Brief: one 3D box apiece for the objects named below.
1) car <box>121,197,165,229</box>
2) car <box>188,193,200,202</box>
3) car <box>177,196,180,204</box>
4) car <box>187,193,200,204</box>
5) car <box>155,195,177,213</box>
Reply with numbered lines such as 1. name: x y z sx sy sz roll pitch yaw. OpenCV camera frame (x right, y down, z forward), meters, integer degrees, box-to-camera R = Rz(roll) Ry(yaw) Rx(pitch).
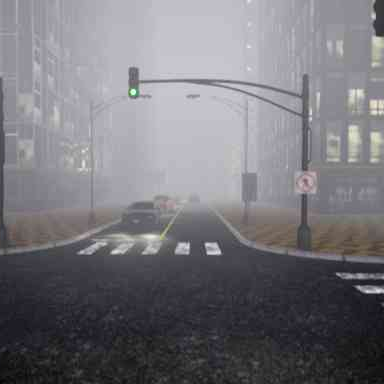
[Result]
1. car: -2.980 1.283 20.319 1.882 1.535 5.008 0 0 0
2. car: 0.340 0.980 60.518 2.128 1.511 4.902 0 0 0
3. car: -2.766 1.164 50.014 1.895 1.301 4.718 0 0 1
4. car: 0.281 1.116 50.101 2.033 1.411 5.357 0 0 0
5. car: -2.912 1.060 32.124 2.097 1.767 4.553 0 0 0
